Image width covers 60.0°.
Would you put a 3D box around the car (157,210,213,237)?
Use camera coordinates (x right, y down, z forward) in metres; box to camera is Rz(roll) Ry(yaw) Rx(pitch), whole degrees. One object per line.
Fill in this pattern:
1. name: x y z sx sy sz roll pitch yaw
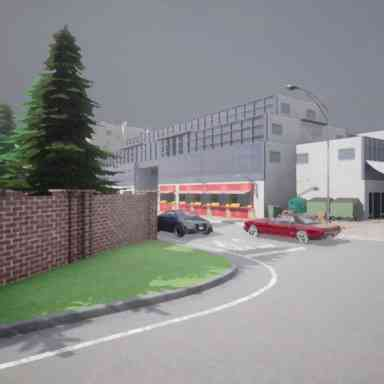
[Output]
1. car: -0.640 1.739 19.304 1.994 1.385 4.181 0 0 -35

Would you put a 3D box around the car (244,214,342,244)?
1. car: 4.921 1.779 16.984 1.895 1.301 4.718 0 0 -40
